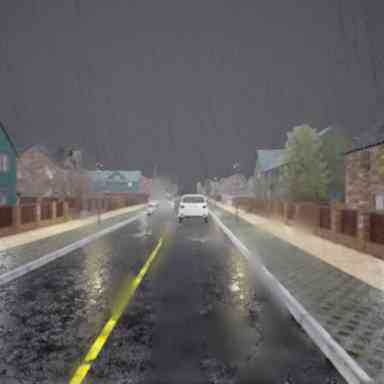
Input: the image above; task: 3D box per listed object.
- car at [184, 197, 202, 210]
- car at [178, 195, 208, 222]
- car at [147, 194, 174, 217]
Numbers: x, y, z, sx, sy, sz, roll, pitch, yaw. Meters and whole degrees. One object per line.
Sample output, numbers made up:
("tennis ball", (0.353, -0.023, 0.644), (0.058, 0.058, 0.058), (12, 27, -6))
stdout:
("car", (0.108, 1.480, 43.030), (2.128, 1.511, 4.902), (0, 0, 0))
("car", (0.107, 1.206, 26.197), (2.150, 2.045, 5.566), (0, 0, 0))
("car", (-2.841, 1.204, 31.285), (2.150, 2.045, 5.566), (0, 0, 0))
